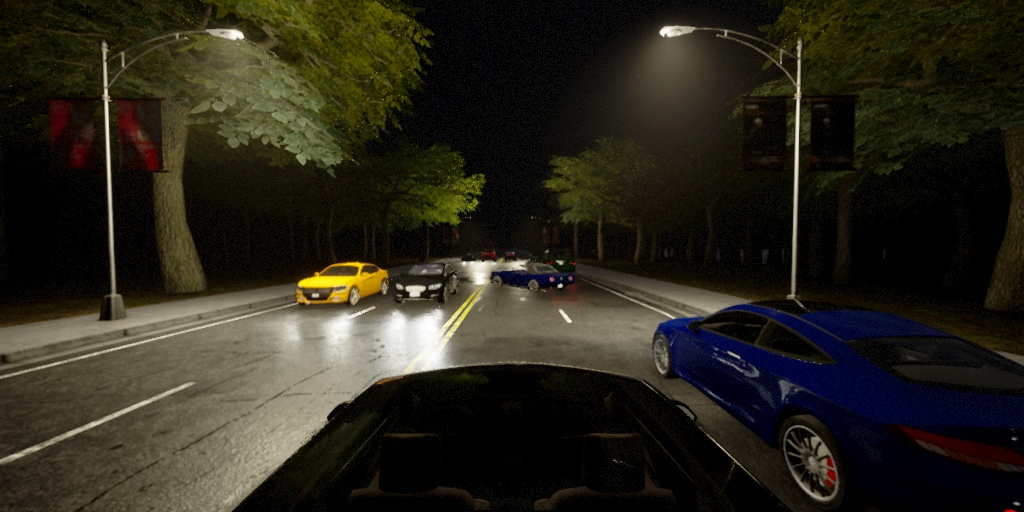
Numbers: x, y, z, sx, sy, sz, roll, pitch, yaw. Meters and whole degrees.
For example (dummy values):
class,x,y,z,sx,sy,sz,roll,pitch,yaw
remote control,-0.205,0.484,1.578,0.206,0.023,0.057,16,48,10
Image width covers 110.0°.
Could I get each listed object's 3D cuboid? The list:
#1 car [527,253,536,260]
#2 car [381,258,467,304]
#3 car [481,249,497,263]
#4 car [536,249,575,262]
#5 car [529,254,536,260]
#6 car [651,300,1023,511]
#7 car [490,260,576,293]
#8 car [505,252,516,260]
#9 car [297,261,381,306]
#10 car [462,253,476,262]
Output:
class,x,y,z,sx,sy,sz,roll,pitch,yaw
car,3.090,0.396,48.169,1.837,1.490,4.892,0,1,0
car,-3.354,1.018,14.827,2.128,1.511,4.902,0,1,0
car,-3.560,-0.042,55.841,2.150,2.045,5.566,0,1,0
car,3.220,0.541,26.176,2.150,2.045,5.566,0,1,0
car,3.167,0.710,37.192,1.895,1.301,4.718,0,1,0
car,3.254,1.235,4.134,1.812,1.442,4.674,0,1,0
car,0.857,1.065,18.319,1.895,1.301,4.718,-1,1,-38
car,-0.250,0.106,61.455,2.128,1.511,4.902,0,1,0
car,-6.602,1.010,14.529,1.882,1.535,5.008,0,1,0
car,-6.816,0.274,57.172,1.994,1.385,4.181,0,1,0
